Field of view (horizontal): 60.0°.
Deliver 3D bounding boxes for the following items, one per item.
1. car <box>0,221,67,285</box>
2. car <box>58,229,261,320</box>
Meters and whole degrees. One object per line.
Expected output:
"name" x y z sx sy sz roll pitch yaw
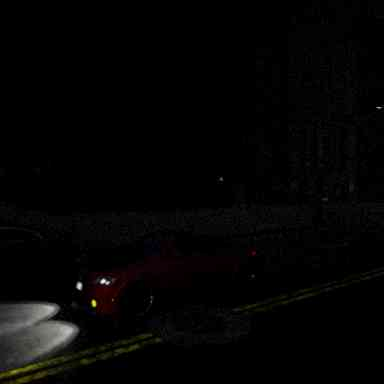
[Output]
"car" -5.244 1.491 7.930 4.902 1.511 2.128 0 0 -35
"car" -0.466 1.558 7.344 4.181 1.385 1.994 0 0 -35
